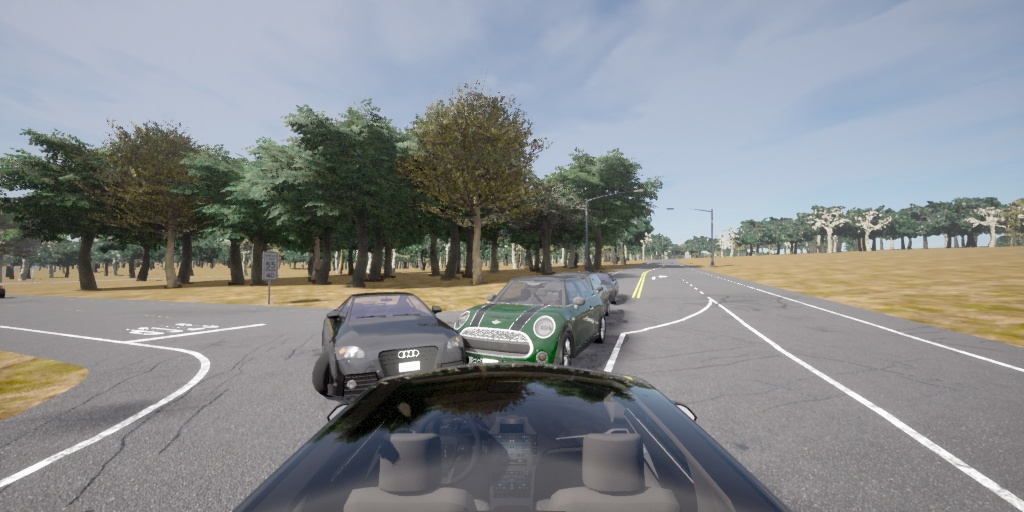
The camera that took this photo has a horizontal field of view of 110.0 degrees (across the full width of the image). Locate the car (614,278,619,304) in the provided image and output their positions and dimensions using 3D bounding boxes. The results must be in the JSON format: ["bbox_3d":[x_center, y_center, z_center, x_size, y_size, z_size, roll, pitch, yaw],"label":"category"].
[{"bbox_3d":[4.218,1.509,17.854,1.994,1.385,4.181,-1,0,19],"label":"car"}]

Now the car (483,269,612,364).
[{"bbox_3d":[0.618,1.218,7.814,2.097,1.767,4.553,-1,-2,26],"label":"car"}]

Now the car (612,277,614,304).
[{"bbox_3d":[2.025,1.344,12.127,2.097,1.767,4.553,-1,-1,21],"label":"car"}]

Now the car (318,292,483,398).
[{"bbox_3d":[-2.354,1.376,6.609,1.994,1.385,4.181,1,-2,-29],"label":"car"}]

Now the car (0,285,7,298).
[{"bbox_3d":[-40.859,2.562,27.373,4.181,1.385,1.994,-2,-3,22],"label":"car"}]
